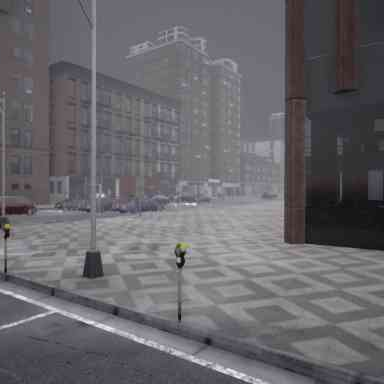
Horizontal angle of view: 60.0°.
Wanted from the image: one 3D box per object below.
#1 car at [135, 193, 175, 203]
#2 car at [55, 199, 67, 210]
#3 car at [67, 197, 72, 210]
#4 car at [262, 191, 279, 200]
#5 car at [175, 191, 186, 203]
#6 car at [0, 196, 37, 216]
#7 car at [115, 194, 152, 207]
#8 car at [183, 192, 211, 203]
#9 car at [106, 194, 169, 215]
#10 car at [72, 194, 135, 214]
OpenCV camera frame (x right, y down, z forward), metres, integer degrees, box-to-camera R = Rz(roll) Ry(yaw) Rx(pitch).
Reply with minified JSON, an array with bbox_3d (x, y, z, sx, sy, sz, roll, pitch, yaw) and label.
[{"bbox_3d":[-4.695,1.047,41.765,1.812,1.442,4.674,0,1,36],"label":"car"},{"bbox_3d":[-12.724,1.196,36.199,1.994,1.385,4.181,0,1,34],"label":"car"},{"bbox_3d":[-10.001,1.248,34.388,1.895,1.301,4.718,0,1,36],"label":"car"},{"bbox_3d":[14.885,0.663,63.103,1.837,1.490,4.892,0,1,36],"label":"car"},{"bbox_3d":[-1.870,0.731,51.219,2.097,1.767,4.553,0,1,36],"label":"car"},{"bbox_3d":[-15.246,1.125,27.090,2.097,1.767,4.553,0,1,36],"label":"car"},{"bbox_3d":[-7.562,1.015,43.341,1.837,1.490,4.892,0,1,36],"label":"car"},{"bbox_3d":[1.128,0.952,49.808,1.994,1.385,4.181,0,1,36],"label":"car"},{"bbox_3d":[-4.809,1.234,30.129,2.033,1.411,5.357,0,1,36],"label":"car"},{"bbox_3d":[-8.066,1.233,31.174,2.033,1.411,5.357,0,1,36],"label":"car"}]
